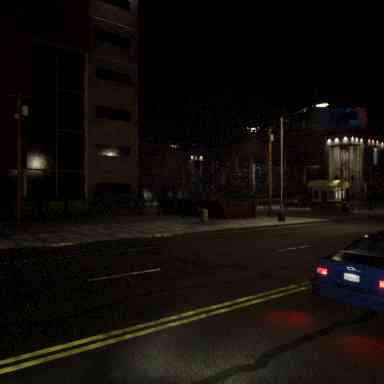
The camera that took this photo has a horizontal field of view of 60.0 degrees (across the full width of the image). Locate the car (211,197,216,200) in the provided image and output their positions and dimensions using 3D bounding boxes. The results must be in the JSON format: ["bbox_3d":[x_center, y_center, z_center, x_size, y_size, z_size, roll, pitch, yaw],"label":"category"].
[{"bbox_3d":[4.040,1.575,60.500,4.718,1.301,1.895,0,0,-36],"label":"car"}]

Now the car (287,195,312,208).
[{"bbox_3d":[14.835,1.254,45.971,4.553,1.767,2.185,0,0,-36],"label":"car"}]

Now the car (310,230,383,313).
[{"bbox_3d":[4.852,1.547,7.292,5.357,1.411,2.033,0,0,-35],"label":"car"}]

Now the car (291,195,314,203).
[{"bbox_3d":[21.667,1.420,65.059,4.674,1.452,2.002,0,0,-36],"label":"car"}]

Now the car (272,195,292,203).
[{"bbox_3d":[18.744,1.452,69.049,3.806,1.475,1.970,0,0,-36],"label":"car"}]
